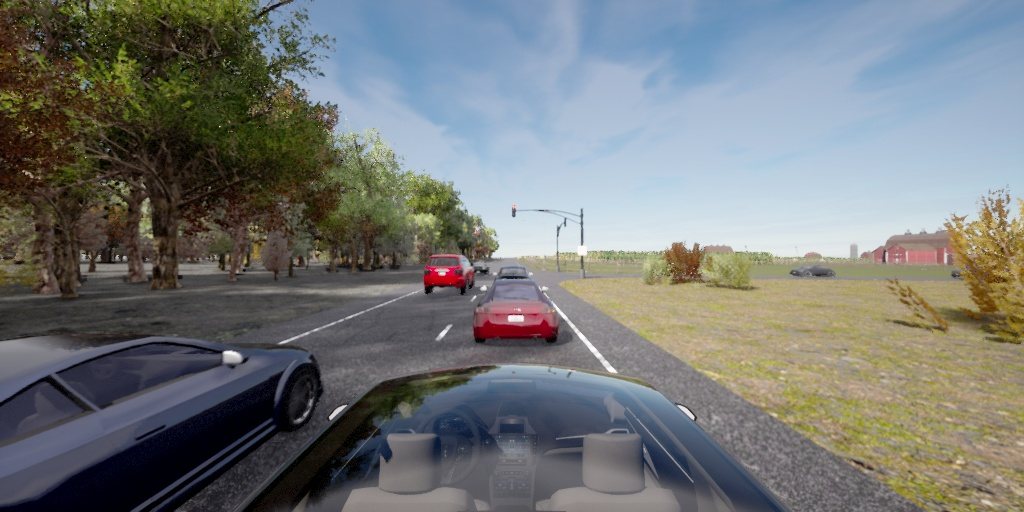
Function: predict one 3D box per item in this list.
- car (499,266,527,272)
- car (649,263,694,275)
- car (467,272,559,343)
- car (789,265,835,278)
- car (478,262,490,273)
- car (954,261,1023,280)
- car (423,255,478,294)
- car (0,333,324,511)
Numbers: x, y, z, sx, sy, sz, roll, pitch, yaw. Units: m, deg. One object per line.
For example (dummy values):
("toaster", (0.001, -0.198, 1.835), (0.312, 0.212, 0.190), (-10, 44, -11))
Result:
("car", (0.050, 1.252, 18.612), (1.837, 1.490, 4.892), (0, 0, 0))
("car", (18.181, 1.482, 41.086), (4.902, 1.511, 2.128), (1, -1, 0))
("car", (0.075, 1.312, 9.700), (1.994, 1.385, 4.181), (0, 0, 0))
("car", (34.332, 1.730, 41.054), (4.181, 1.385, 1.994), (1, -1, 0))
("car", (-3.523, 1.341, 39.661), (1.895, 1.301, 4.718), (0, 0, 0))
("car", (50.590, 1.508, 37.428), (5.566, 2.045, 2.150), (1, -1, 1))
("car", (-3.463, 0.967, 20.490), (2.150, 2.045, 5.566), (0, 0, 0))
("car", (-3.404, 1.313, 2.894), (1.994, 1.385, 4.181), (0, 0, 0))
